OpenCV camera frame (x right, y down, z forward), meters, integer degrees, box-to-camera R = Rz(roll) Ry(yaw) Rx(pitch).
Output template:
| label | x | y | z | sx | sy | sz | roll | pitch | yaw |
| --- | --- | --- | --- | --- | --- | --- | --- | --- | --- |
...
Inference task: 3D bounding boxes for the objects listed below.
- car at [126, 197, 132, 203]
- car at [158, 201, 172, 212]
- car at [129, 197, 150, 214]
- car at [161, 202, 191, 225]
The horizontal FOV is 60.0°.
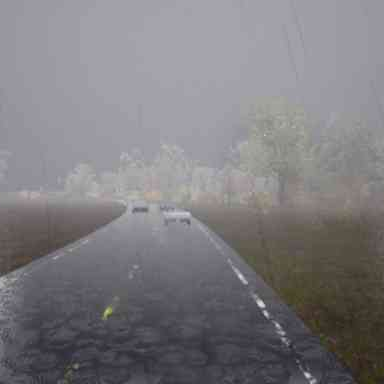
| label | x | y | z | sx | sy | sz | roll | pitch | yaw |
| --- | --- | --- | --- | --- | --- | --- | --- | --- | --- |
| car | -14.319 | 1.891 | 78.357 | 1.812 | 1.442 | 4.674 | 0 | 0 | -16 |
| car | -3.244 | 1.820 | 42.282 | 1.895 | 1.301 | 4.718 | 0 | 0 | -9 |
| car | -5.929 | 1.683 | 38.569 | 1.882 | 1.535 | 5.008 | 0 | 0 | -8 |
| car | -1.198 | 1.734 | 25.653 | 1.895 | 1.301 | 4.718 | 0 | 0 | -5 |
